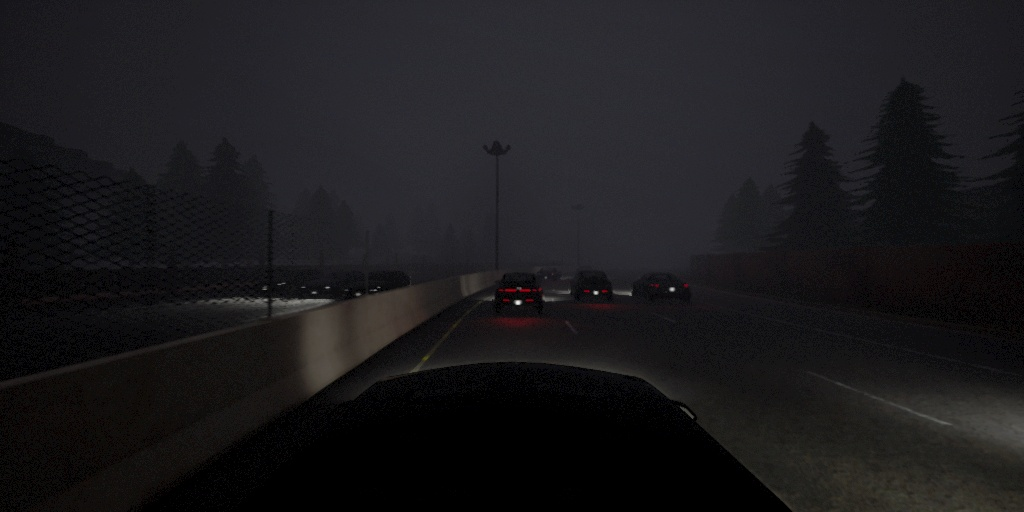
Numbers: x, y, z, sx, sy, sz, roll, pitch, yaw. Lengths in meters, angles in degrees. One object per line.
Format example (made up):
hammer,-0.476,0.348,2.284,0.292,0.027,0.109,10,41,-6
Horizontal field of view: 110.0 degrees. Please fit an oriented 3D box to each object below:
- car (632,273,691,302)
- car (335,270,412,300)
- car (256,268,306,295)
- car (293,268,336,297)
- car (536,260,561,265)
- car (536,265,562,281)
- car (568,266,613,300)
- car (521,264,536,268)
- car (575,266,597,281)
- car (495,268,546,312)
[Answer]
car,7.643,1.545,18.703,1.994,1.385,4.181,0,-1,5
car,-6.663,1.478,18.336,1.837,1.490,4.892,-1,-1,4
car,-13.327,1.528,22.148,1.837,1.490,4.892,-1,-1,7
car,-10.013,1.559,21.244,2.033,1.411,5.357,0,-1,5
car,6.670,1.779,61.550,2.150,2.045,5.566,-1,-1,30
car,3.862,1.821,36.508,1.895,1.301,4.718,0,-1,16
car,4.190,1.496,19.368,1.837,1.490,4.892,0,0,5
car,4.009,2.138,63.996,2.033,1.411,5.357,0,-1,30
car,7.653,1.751,36.902,1.812,1.442,4.674,0,-1,17
car,0.343,1.437,15.211,1.837,1.490,4.892,0,-1,3
